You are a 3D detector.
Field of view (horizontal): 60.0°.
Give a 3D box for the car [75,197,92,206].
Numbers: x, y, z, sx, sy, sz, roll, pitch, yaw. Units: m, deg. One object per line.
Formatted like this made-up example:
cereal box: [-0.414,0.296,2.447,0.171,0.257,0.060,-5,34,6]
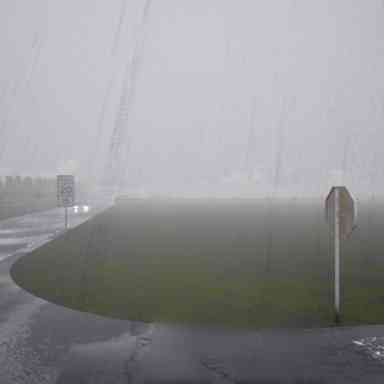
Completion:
car: [-16.407,1.337,50.373,1.895,1.301,4.718,0,0,-9]
